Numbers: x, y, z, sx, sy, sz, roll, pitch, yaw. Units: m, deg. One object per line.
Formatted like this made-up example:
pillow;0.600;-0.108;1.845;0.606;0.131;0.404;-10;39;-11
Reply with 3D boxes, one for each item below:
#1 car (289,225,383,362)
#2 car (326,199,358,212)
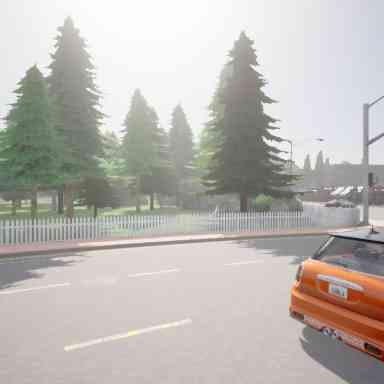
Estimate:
car;3.877;1.352;5.417;4.553;1.767;2.097;0;0;-26
car;18.237;1.581;40.678;1.812;1.442;4.674;0;0;-8
